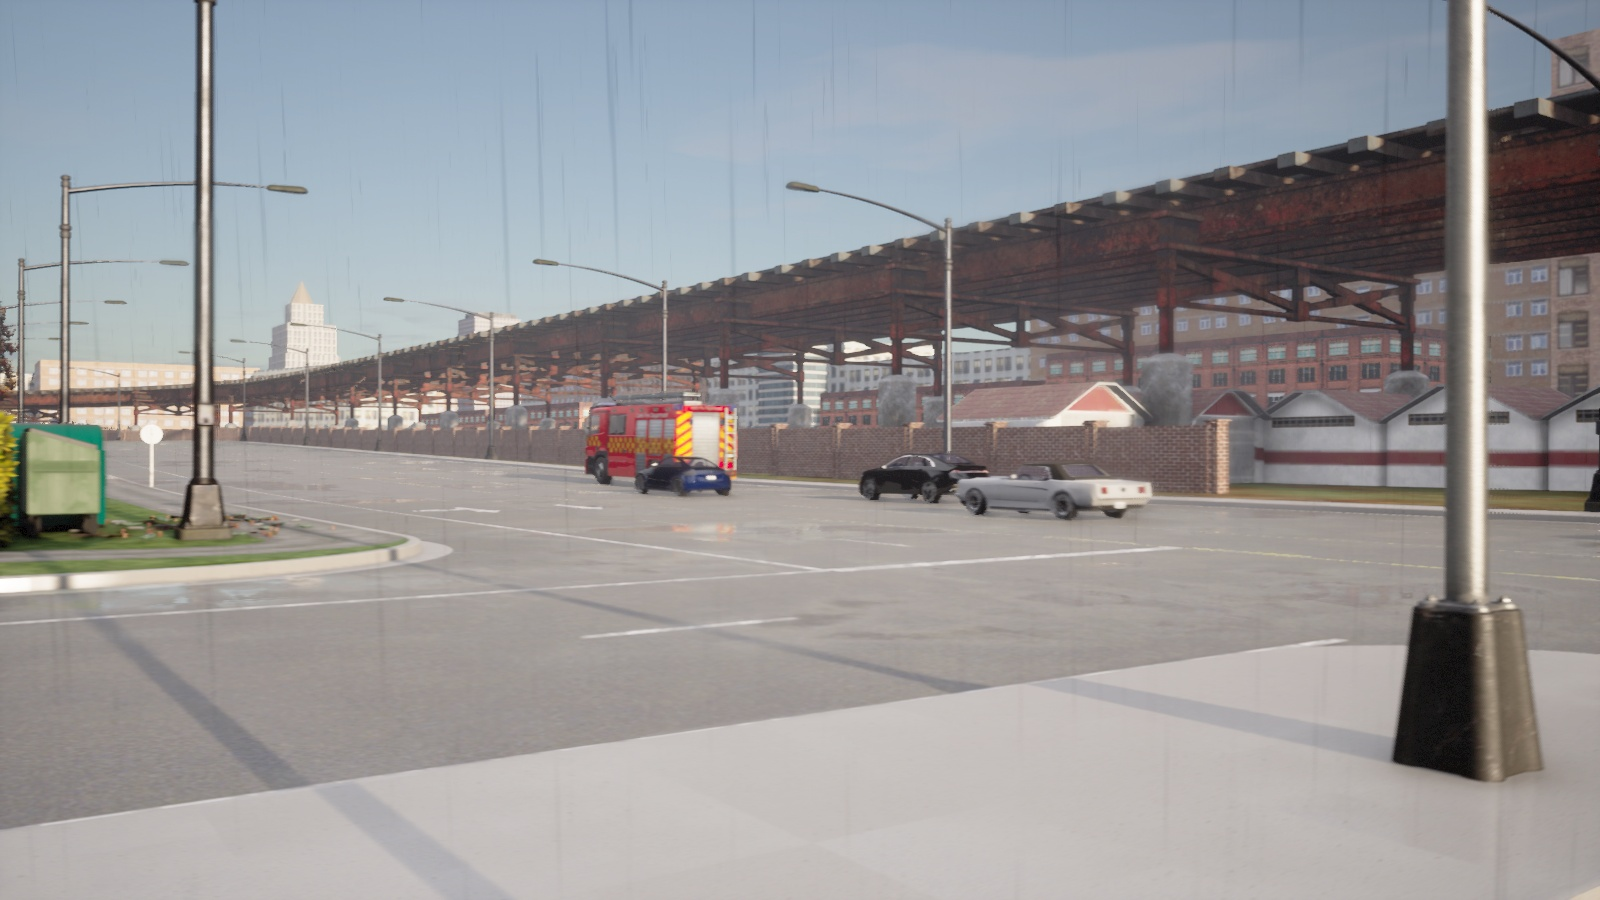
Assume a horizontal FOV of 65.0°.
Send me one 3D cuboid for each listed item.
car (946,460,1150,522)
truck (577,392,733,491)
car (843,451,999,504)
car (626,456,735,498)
[{"bbox_3d":[5.709,0.905,29.477,1.895,1.301,4.718,0,0,-35],"label":"car"},{"bbox_3d":[-6.286,-0.370,53.012,2.891,3.827,8.468,0,0,-35],"label":"truck"},{"bbox_3d":[3.640,0.788,38.634,2.128,1.511,4.902,0,0,-35],"label":"car"},{"bbox_3d":[-4.229,0.906,43.872,1.994,1.385,4.181,0,0,-35],"label":"car"}]
